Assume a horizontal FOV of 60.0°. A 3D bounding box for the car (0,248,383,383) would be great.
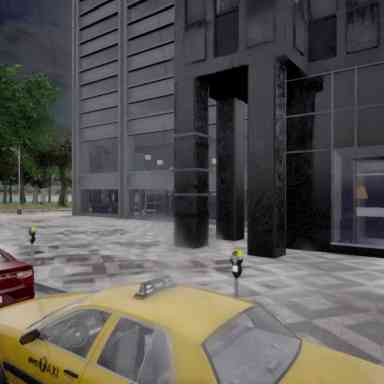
[{"bbox_3d":[-0.558,1.525,3.361,4.829,1.417,1.752,0,0,36],"label":"car"}]
